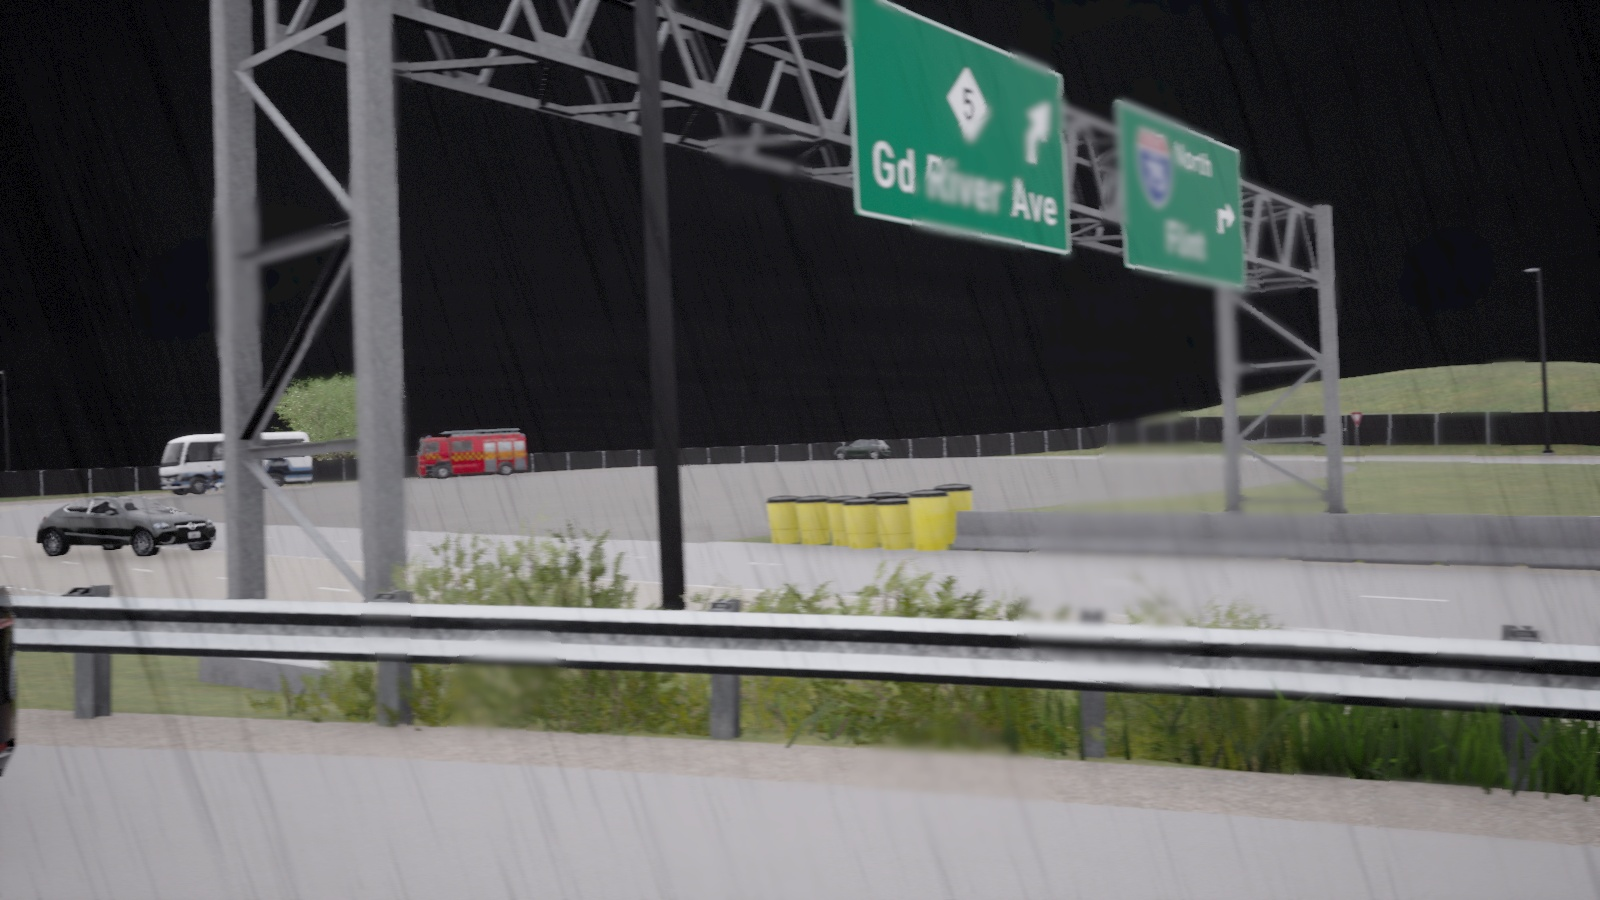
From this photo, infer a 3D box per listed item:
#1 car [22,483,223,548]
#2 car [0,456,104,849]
[{"bbox_3d":[-19.069,1.809,35.348,5.027,1.651,2.152,-1,0,20],"label":"car"},{"bbox_3d":[-5.497,0.781,4.692,4.792,1.488,2.163,0,0,11],"label":"car"}]
